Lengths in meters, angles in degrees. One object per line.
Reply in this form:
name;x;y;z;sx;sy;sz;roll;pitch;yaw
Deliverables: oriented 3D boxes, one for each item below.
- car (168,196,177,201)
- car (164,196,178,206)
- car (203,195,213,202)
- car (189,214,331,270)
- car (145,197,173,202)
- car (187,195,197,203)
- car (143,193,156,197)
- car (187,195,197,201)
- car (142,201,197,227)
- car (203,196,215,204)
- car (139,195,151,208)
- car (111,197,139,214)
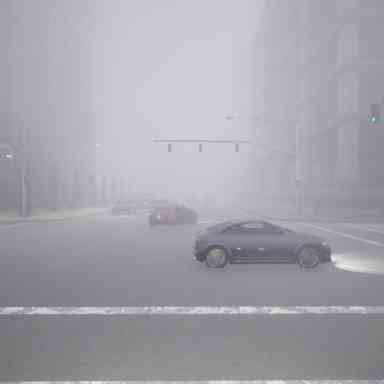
car;-3.596;1.478;46.708;1.882;1.535;5.008;0;0;0
car;-3.580;1.492;57.071;2.128;1.511;4.902;0;0;0
car;3.504;1.508;73.676;1.812;1.442;4.674;0;0;0
car;2.080;1.535;10.457;4.181;1.385;1.994;0;0;-1
car;-3.598;1.547;37.062;2.033;1.411;5.357;0;0;0
car;0.004;1.509;73.676;2.128;1.511;4.902;0;0;0
car;-7.085;1.221;54.661;2.150;2.045;5.566;0;0;0
car;0.004;1.492;64.289;2.128;1.511;4.902;0;0;0
car;-1.206;1.535;22.436;1.994;1.385;4.181;0;0;26
car;3.504;1.492;64.601;2.128;1.511;4.902;0;0;0
car;-7.095;1.505;44.297;1.837;1.490;4.892;0;0;0
car;-7.098;1.505;34.893;1.837;1.490;4.892;0;0;0
